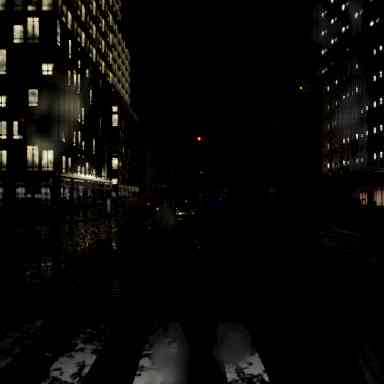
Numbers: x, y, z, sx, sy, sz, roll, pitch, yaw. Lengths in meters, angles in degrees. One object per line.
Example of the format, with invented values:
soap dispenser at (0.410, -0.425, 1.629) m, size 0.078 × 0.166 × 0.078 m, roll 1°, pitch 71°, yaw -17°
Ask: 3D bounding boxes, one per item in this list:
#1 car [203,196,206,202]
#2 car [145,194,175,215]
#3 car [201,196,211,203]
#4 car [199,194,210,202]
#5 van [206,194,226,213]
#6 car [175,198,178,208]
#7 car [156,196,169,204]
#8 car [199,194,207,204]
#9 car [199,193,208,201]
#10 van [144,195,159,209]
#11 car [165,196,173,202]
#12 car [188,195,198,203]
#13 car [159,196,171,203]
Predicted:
car at (2.672, 1.544, 41.458) m, size 1.887 × 1.381 × 4.507 m, roll 0°, pitch 0°, yaw 0°
car at (-3.182, 1.222, 33.613) m, size 2.150 × 2.045 × 5.566 m, roll 0°, pitch 0°, yaw 0°
car at (2.792, 1.542, 69.151) m, size 1.887 × 1.381 × 4.507 m, roll 0°, pitch 0°, yaw 0°
car at (2.821, 1.312, 74.691) m, size 2.192 × 1.841 × 5.009 m, roll 0°, pitch 0°, yaw 0°
van at (2.735, 1.341, 35.919) m, size 1.690 × 1.788 × 3.998 m, roll 0°, pitch 0°, yaw 0°
car at (-3.131, 1.525, 43.391) m, size 1.812 × 1.442 × 4.674 m, roll 0°, pitch 0°, yaw 0°
car at (-5.617, 1.564, 63.655) m, size 1.947 × 1.339 × 4.313 m, roll 0°, pitch 0°, yaw 0°
car at (2.764, 1.313, 63.612) m, size 2.192 × 1.841 × 5.009 m, roll 0°, pitch 0°, yaw 0°
car at (2.879, 1.310, 85.769) m, size 2.192 × 1.841 × 5.009 m, roll 0°, pitch 0°, yaw 0°
van at (-5.702, 1.341, 47.037) m, size 1.690 × 1.788 × 3.998 m, roll 0°, pitch 0°, yaw 0°
car at (-5.531, 1.578, 80.273) m, size 1.802 × 1.307 × 4.206 m, roll 0°, pitch 0°, yaw 0°
car at (0.189, 1.350, 67.519) m, size 2.097 × 1.767 × 4.553 m, roll 0°, pitch 0°, yaw 0°
car at (-5.589, 1.548, 69.193) m, size 2.008 × 1.369 × 4.403 m, roll 0°, pitch 0°, yaw 0°
